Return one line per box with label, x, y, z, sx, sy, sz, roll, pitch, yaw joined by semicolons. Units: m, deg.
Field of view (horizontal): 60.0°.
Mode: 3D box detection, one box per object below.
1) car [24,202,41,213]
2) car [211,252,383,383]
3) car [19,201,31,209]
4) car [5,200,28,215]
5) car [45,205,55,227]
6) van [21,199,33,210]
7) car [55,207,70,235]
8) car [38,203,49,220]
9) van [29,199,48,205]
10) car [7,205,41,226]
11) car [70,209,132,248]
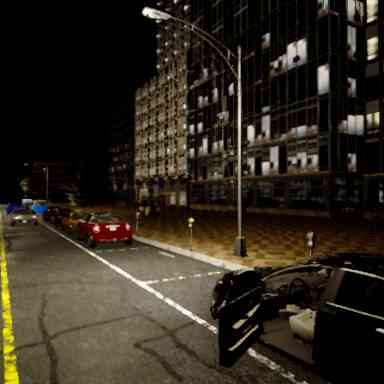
car;-23.848;2.279;49.705;1.947;1.339;4.313;0;-1;-30
car;2.102;1.559;4.337;1.837;1.490;4.892;0;-1;-30
car;-32.256;2.463;64.190;1.752;1.417;4.829;0;-1;-30
car;-21.051;2.046;39.659;1.882;1.535;5.008;0;-1;-30
car;-9.978;1.940;25.808;1.802;1.307;4.206;0;-1;-30
van;-29.399;2.201;59.267;1.690;1.788;3.998;0;-1;-30
car;-7.290;1.817;21.175;1.752;1.417;4.829;0;-1;-30
car;-12.752;2.010;30.586;1.802;1.307;4.206;0;-1;-30
van;-18.302;1.910;40.148;1.690;1.788;3.998;0;-1;-30
car;-13.742;1.984;27.087;1.895;1.301;4.718;0;-1;-30
car;-4.431;1.661;16.249;1.967;1.590;4.097;0;-1;-30
